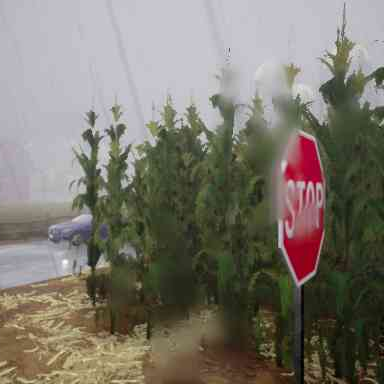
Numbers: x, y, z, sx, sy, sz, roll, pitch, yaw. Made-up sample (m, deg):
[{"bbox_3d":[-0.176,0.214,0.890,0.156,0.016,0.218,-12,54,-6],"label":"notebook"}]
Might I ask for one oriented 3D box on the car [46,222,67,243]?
[{"bbox_3d":[-4.935,1.726,16.745,1.812,1.442,4.674,0,0,35],"label":"car"}]
